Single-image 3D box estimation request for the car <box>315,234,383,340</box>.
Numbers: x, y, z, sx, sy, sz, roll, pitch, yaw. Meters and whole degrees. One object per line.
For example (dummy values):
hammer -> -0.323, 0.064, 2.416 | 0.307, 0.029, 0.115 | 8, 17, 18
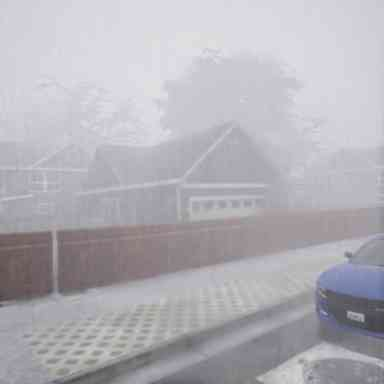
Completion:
car -> 4.354, 1.568, 6.562 | 5.008, 1.535, 1.882 | 0, -3, -40
